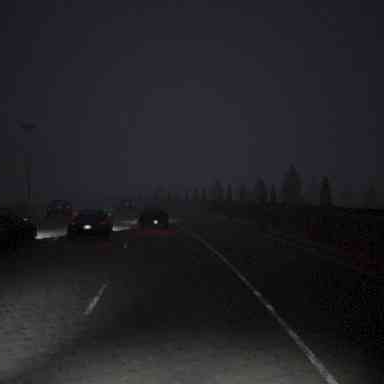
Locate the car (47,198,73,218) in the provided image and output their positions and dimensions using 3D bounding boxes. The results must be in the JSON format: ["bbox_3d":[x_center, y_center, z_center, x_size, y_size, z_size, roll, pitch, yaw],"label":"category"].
[{"bbox_3d":[-12.537,1.455,31.663,2.097,1.767,4.553,0,0,-19],"label":"car"}]

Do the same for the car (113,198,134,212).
[{"bbox_3d":[-8.217,1.459,39.909,2.097,1.767,4.553,0,0,-22],"label":"car"}]

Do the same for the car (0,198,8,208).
[{"bbox_3d":[-27.637,1.671,47.639,2.128,1.511,4.902,0,0,-31],"label":"car"}]

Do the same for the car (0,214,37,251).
[{"bbox_3d":[-8.243,1.618,14.315,1.994,1.385,4.181,0,0,-8],"label":"car"}]

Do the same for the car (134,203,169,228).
[{"bbox_3d":[-2.733,1.563,22.675,1.837,1.490,4.892,0,0,-13],"label":"car"}]

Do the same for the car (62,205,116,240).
[{"bbox_3d":[-5.248,1.616,17.509,1.994,1.385,4.181,0,0,-10],"label":"car"}]
